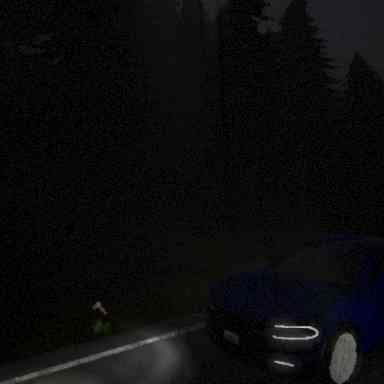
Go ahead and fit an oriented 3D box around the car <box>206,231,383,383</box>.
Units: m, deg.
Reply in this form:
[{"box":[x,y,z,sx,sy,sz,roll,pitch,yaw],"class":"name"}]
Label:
[{"box":[2.493,1.473,5.486,5.008,1.535,1.882,0,0,-36],"class":"car"}]
